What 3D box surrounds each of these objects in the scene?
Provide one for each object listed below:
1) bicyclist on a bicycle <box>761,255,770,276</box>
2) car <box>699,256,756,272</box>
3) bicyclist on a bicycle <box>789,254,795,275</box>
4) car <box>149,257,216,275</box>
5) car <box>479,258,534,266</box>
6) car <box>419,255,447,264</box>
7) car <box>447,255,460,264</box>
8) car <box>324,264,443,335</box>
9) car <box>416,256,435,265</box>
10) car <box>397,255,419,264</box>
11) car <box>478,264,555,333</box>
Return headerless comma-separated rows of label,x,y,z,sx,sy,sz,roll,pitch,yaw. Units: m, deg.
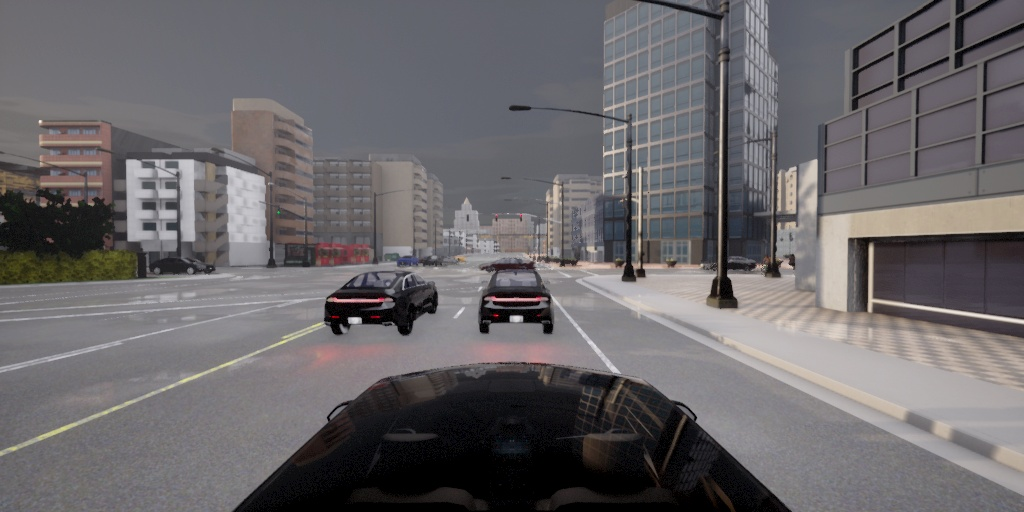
bicyclist on a bicycle,19.195,0.711,26.861,1.656,1.620,0.582,-1,1,-23
car,20.705,0.762,34.494,4.902,1.511,2.128,0,1,1
bicyclist on a bicycle,21.134,0.657,26.669,1.656,1.620,0.582,-19,-8,-27
car,-28.710,0.851,31.295,4.892,1.490,1.837,0,1,1
car,-0.494,0.863,33.773,5.357,1.411,2.033,0,1,-12
car,-10.508,0.633,47.878,1.882,1.535,5.008,0,0,0
car,-10.474,0.690,59.652,1.895,1.301,4.718,0,0,1
car,-3.391,1.152,10.175,2.128,1.511,4.902,0,1,0
car,-13.973,0.660,58.019,1.994,1.385,4.181,0,0,1
car,-14.002,0.627,48.433,1.882,1.535,5.008,0,0,0
car,0.113,1.151,10.369,2.128,1.511,4.902,0,1,0
